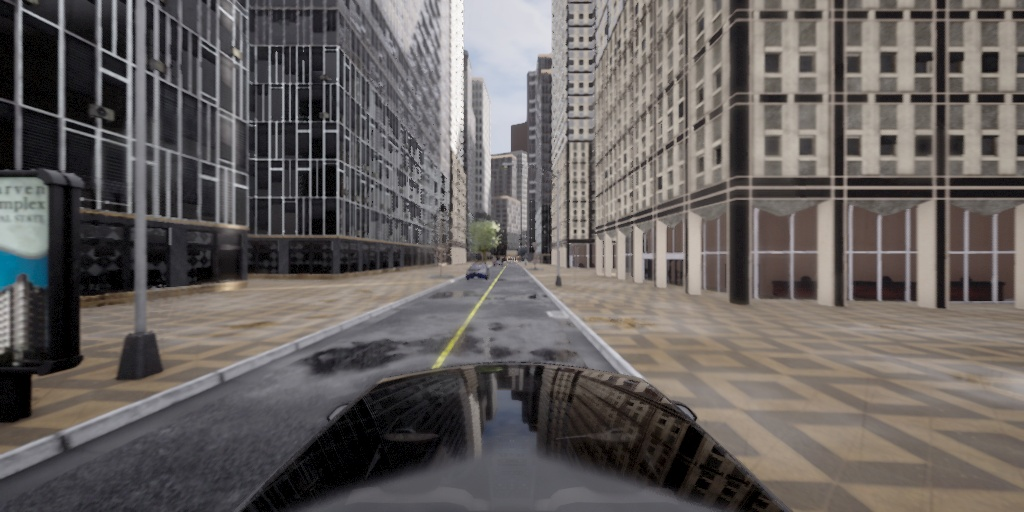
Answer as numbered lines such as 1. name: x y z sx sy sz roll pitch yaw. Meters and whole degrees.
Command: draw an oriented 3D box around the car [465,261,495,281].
1. car: -2.850 1.354 31.094 2.033 1.411 5.357 0 0 0
